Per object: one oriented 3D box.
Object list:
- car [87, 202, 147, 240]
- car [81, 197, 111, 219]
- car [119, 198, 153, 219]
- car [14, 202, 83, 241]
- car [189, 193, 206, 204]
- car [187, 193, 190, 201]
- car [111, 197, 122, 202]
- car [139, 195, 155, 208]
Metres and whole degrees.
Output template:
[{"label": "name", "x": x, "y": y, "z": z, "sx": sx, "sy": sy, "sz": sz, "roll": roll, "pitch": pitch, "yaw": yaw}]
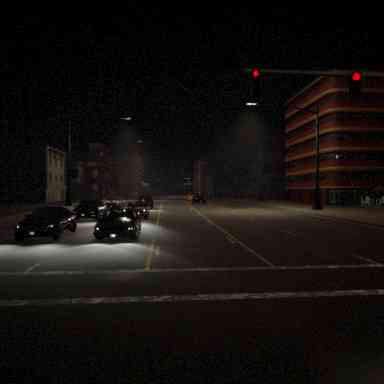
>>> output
[{"label": "car", "x": -3.649, "y": 1.484, "z": 17.146, "sx": 2.033, "sy": 1.411, "sz": 5.357, "roll": 0, "pitch": 1, "yaw": -5}, {"label": "car", "x": -7.855, "y": 1.337, "z": 25.749, "sx": 1.837, "sy": 1.490, "sz": 4.892, "roll": 0, "pitch": 1, "yaw": -5}, {"label": "car", "x": -4.423, "y": 1.420, "z": 26.675, "sx": 1.895, "sy": 1.301, "sz": 4.718, "roll": 0, "pitch": 1, "yaw": -5}, {"label": "car", "x": -7.100, "y": 1.472, "z": 16.628, "sx": 1.812, "sy": 1.442, "sz": 4.674, "roll": 0, "pitch": 1, "yaw": -5}, {"label": "car", "x": 1.015, "y": 1.011, "z": 48.153, "sx": 1.812, "sy": 1.442, "sz": 4.674, "roll": 0, "pitch": 1, "yaw": -4}, {"label": "car", "x": 0.155, "y": 0.828, "z": 58.073, "sx": 1.882, "sy": 1.535, "sz": 5.008, "roll": 0, "pitch": 0, "yaw": -5}, {"label": "car", "x": -8.803, "y": 1.251, "z": 37.515, "sx": 1.895, "sy": 1.301, "sz": 4.718, "roll": 0, "pitch": 1, "yaw": -5}, {"label": "car", "x": -5.314, "y": 1.150, "z": 37.815, "sx": 1.837, "sy": 1.490, "sz": 4.892, "roll": 0, "pitch": 1, "yaw": -5}]
